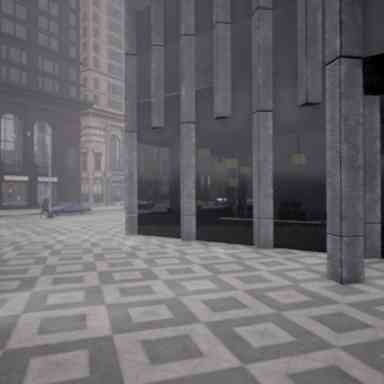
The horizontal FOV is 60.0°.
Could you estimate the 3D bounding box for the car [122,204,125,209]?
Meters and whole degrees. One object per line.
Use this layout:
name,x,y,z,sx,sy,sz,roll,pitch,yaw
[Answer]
car,-7.367,1.859,45.831,1.895,1.301,4.718,0,0,35

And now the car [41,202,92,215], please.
car,-13.742,1.777,36.792,2.033,1.411,5.357,0,0,35
